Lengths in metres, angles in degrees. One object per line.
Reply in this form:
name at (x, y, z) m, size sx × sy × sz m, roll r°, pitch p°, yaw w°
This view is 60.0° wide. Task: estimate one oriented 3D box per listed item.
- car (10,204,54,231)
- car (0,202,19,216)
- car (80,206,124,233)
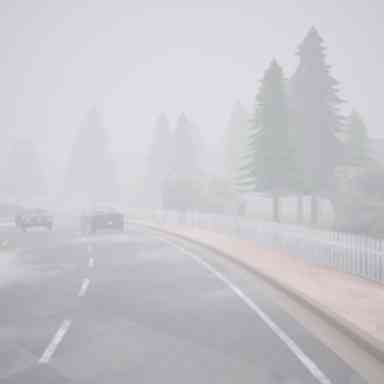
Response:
car at (-10.757, 1.762, 22.527) m, size 2.033 × 1.411 × 5.357 m, roll 0°, pitch 0°, yaw -33°
car at (-21.012, 1.870, 38.065) m, size 5.008 × 1.535 × 1.882 m, roll -1°, pitch -1°, yaw 41°
car at (-5.778, 1.633, 21.065) m, size 1.882 × 1.535 × 5.008 m, roll 0°, pitch 0°, yaw -28°
